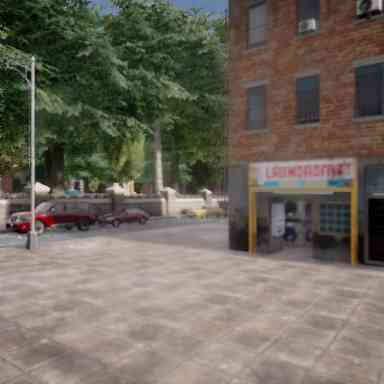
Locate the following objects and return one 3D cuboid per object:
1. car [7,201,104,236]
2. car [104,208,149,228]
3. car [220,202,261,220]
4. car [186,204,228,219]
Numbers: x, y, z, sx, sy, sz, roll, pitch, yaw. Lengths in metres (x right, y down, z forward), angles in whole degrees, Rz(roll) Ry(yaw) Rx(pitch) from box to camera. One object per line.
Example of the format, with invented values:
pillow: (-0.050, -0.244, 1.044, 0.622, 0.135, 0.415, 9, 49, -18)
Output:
car: (-8.101, 1.464, 19.738, 2.192, 1.841, 5.009, -1, -1, 36)
car: (-4.922, 1.794, 24.160, 1.802, 1.307, 4.206, -1, -1, 36)
car: (4.973, 1.869, 33.564, 2.128, 1.511, 4.902, 0, -1, 36)
car: (1.334, 1.867, 32.876, 1.752, 1.417, 4.829, -1, -1, 36)
